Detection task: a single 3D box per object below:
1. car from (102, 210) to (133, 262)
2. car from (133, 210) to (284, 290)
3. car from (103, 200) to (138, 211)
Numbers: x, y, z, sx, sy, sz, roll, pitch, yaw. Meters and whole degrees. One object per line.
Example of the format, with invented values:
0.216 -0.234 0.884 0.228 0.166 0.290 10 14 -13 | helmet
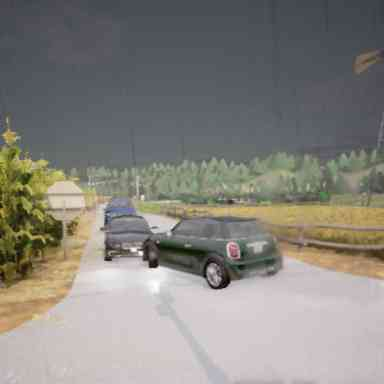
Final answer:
-2.556 1.715 13.374 1.837 1.490 4.892 0 -1 -15 | car
0.348 1.479 9.827 2.097 1.767 4.553 -1 -1 -37 | car
-5.253 1.615 24.294 2.150 2.045 5.566 -1 -1 -15 | car
